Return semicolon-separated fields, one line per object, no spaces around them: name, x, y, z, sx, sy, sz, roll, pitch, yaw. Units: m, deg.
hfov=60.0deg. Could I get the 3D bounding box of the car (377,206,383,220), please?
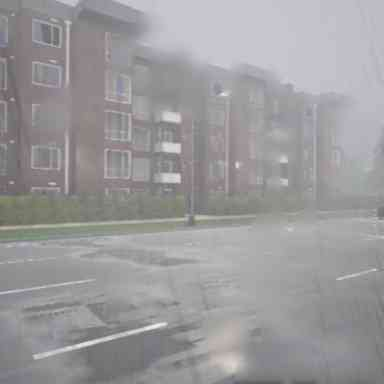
car;18.570;1.699;29.808;5.008;1.535;1.882;0;0;-35
